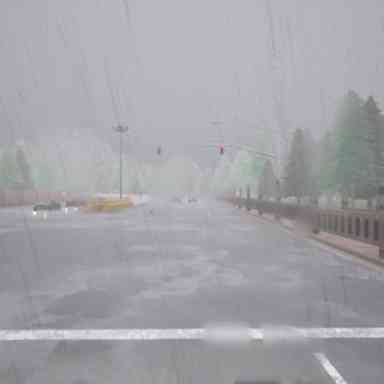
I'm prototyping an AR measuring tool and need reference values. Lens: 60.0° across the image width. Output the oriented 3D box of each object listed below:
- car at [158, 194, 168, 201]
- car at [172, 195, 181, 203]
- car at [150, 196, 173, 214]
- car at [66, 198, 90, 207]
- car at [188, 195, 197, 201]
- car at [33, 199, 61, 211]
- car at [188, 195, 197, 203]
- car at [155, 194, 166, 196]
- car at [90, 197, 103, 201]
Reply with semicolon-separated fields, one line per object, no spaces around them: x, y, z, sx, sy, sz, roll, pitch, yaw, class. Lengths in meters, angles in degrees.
-6.881;1.325;78.591;1.837;1.490;4.892;0;0;0;car
-3.397;1.346;68.520;2.097;1.767;4.553;0;0;0;car
-3.359;1.522;35.841;1.812;1.442;4.674;0;0;0;car
-17.498;1.596;50.480;1.895;1.301;4.718;0;0;0;car
0.118;1.365;78.581;2.033;1.411;5.357;0;0;0;car
-17.521;1.560;40.376;1.994;1.385;4.181;0;0;0;car
0.103;1.541;68.161;2.033;1.411;5.357;0;0;0;car
-6.897;1.346;68.558;2.097;1.767;4.553;0;0;0;car
-17.445;1.542;60.881;2.033;1.411;5.357;0;0;1;car
